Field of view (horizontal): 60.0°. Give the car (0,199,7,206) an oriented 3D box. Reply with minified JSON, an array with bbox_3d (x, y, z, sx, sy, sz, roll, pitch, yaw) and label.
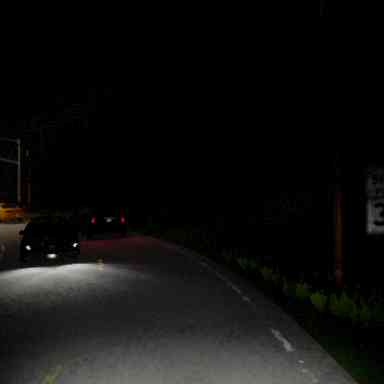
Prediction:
[{"bbox_3d":[-39.616,2.117,67.554,4.718,1.301,1.895,0,-1,38],"label":"car"}]

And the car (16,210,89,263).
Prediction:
[{"bbox_3d":[-5.535,1.652,12.914,2.033,1.411,5.357,0,-1,-25],"label":"car"}]

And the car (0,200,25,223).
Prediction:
[{"bbox_3d":[-15.878,1.700,27.347,5.008,1.535,1.882,0,0,29],"label":"car"}]

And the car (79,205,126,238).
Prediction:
[{"bbox_3d":[-5.454,1.503,18.816,2.097,1.767,4.553,0,0,-34],"label":"car"}]
